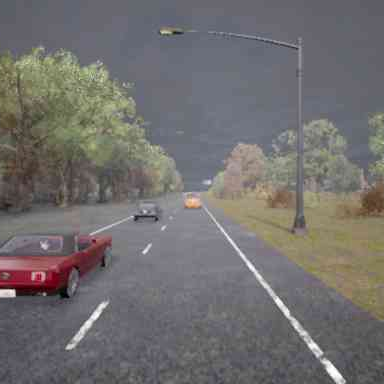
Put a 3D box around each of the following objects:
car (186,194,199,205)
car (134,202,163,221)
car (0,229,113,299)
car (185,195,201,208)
[{"bbox_3d":[0.022,1.210,55.840,2.097,1.767,4.553,0,0,0],"label":"car"},{"bbox_3d":[-3.392,1.479,26.454,2.033,1.411,5.357,0,0,0],"label":"car"},{"bbox_3d":[-3.398,1.579,8.351,1.895,1.301,4.718,0,0,0],"label":"car"},{"bbox_3d":[0.120,1.238,45.068,2.097,1.767,4.553,0,0,0],"label":"car"}]
